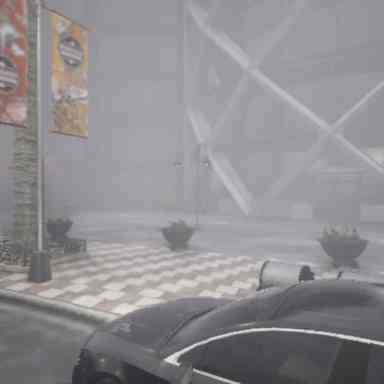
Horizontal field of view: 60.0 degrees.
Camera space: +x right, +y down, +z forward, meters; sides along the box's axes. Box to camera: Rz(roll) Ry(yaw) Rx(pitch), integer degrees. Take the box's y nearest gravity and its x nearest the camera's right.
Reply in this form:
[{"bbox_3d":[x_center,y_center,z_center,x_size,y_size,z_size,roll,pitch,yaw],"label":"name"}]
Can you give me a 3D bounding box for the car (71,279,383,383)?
[{"bbox_3d":[1.078,1.501,2.537,4.892,1.490,1.837,0,0,35],"label":"car"}]
